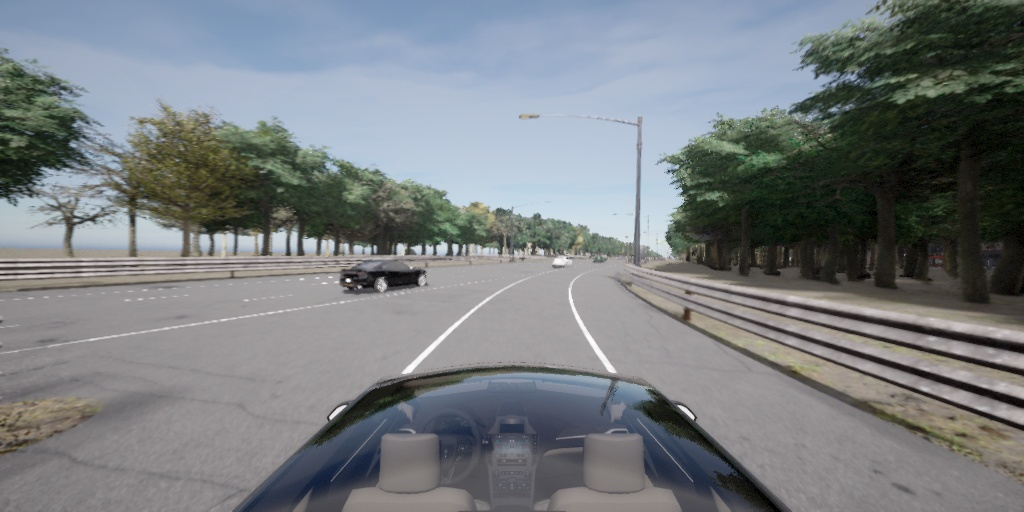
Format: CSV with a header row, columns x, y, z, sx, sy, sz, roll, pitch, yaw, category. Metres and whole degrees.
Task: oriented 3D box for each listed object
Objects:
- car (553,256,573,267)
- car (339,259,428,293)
x,y,z,sx,sy,sz,roll,pitch,yaw,category
6.857,0.769,48.710,1.812,1.442,4.674,1,1,23,car
-6.330,0.928,18.296,1.882,1.535,5.008,1,1,23,car
